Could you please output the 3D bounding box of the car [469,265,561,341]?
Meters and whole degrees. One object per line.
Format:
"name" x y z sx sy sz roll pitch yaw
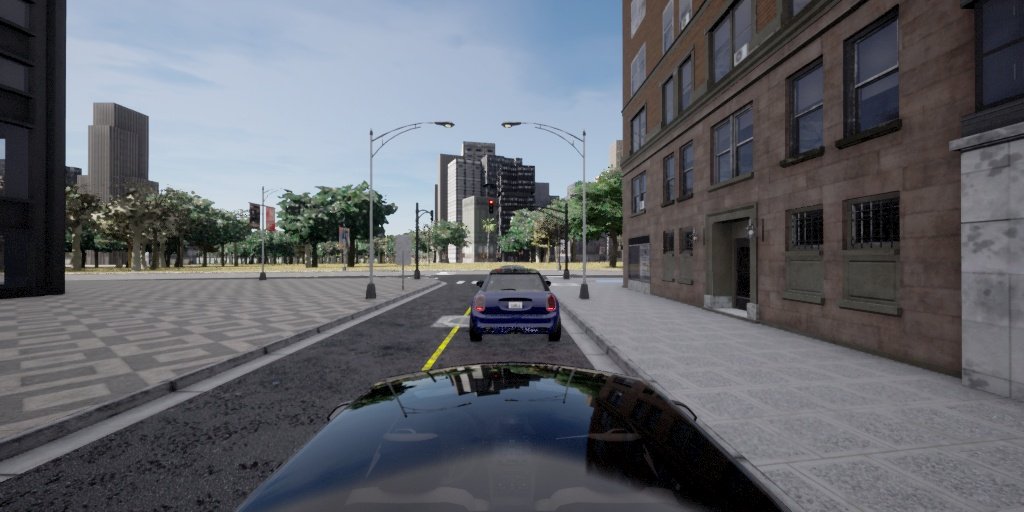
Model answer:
"car" 0.057 1.103 10.018 2.097 1.767 4.553 0 0 -1
